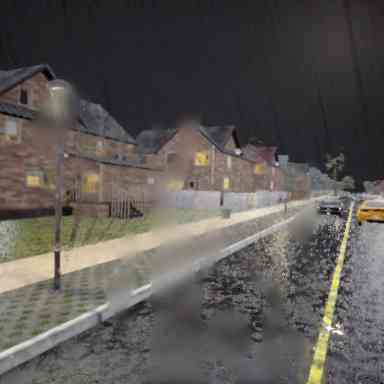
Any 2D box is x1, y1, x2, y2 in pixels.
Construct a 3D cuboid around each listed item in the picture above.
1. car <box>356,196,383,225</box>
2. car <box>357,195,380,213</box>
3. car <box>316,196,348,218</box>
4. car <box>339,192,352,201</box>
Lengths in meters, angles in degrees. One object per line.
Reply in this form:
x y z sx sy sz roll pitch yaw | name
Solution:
11.601 1.239 21.097 1.882 1.535 5.008 2 2 27 | car
17.710 1.131 33.478 1.837 1.490 4.892 2 2 27 | car
10.816 1.227 25.910 1.895 1.301 4.718 2 2 26 | car
28.086 0.770 60.857 1.837 1.490 4.892 2 1 26 | car
